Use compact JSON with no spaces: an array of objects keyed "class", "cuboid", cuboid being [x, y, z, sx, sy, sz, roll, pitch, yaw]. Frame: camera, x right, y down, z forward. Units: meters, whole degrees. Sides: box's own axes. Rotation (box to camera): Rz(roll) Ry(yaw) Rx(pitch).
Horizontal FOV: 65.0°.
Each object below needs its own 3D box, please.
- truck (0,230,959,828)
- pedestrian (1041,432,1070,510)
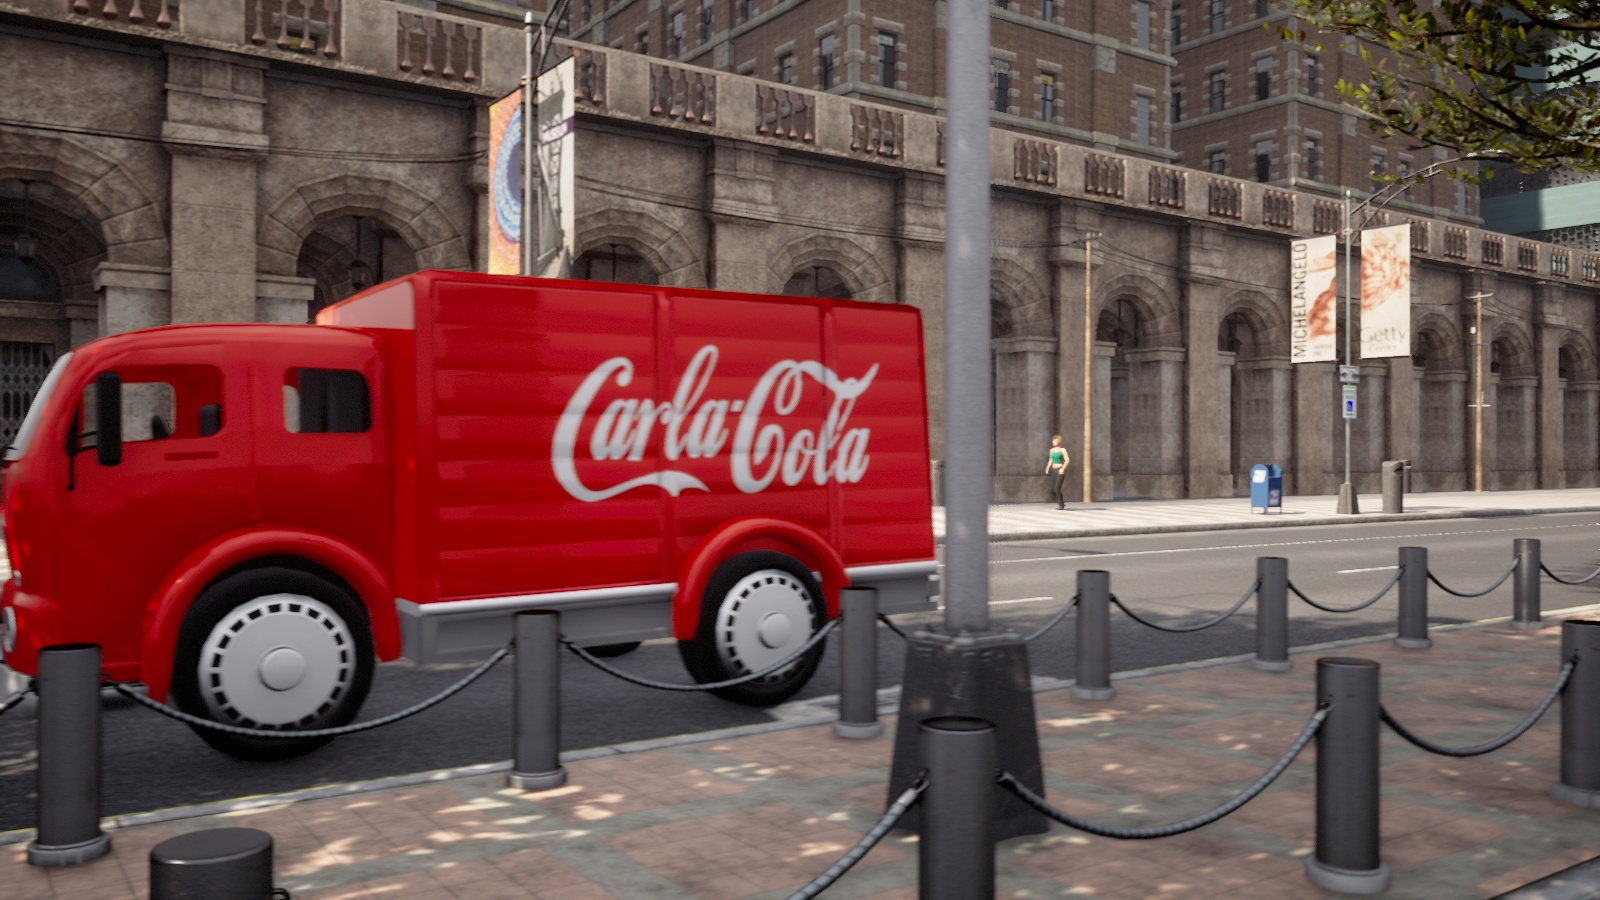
[{"class":"truck","cuboid":[-1.893,0.277,7.697,5.204,2.467,2.627,-1,1,-34]},{"class":"pedestrian","cuboid":[6.088,0.497,29.911,0.594,1.836,0.345,0,0,-35]}]
